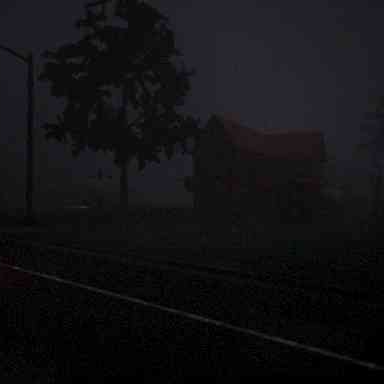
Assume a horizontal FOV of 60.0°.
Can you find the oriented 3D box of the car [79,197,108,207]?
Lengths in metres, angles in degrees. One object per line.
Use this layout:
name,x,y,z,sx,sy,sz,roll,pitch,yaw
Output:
car,-14.087,1.362,47.815,1.994,1.385,4.181,1,0,34
